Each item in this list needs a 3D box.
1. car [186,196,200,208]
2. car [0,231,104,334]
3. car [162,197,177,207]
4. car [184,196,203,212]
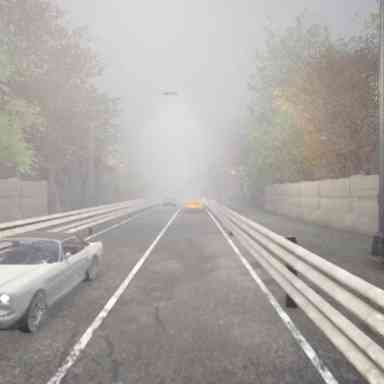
[{"bbox_3d":[0.181,1.363,48.015,1.882,1.535,5.008,0,0,1],"label":"car"},{"bbox_3d":[-3.330,1.557,6.793,1.895,1.301,4.718,0,0,0],"label":"car"},{"bbox_3d":[-3.173,1.430,48.088,2.033,1.411,5.357,0,0,0],"label":"car"},{"bbox_3d":[0.120,1.322,35.750,1.882,1.535,5.008,0,0,0],"label":"car"}]
